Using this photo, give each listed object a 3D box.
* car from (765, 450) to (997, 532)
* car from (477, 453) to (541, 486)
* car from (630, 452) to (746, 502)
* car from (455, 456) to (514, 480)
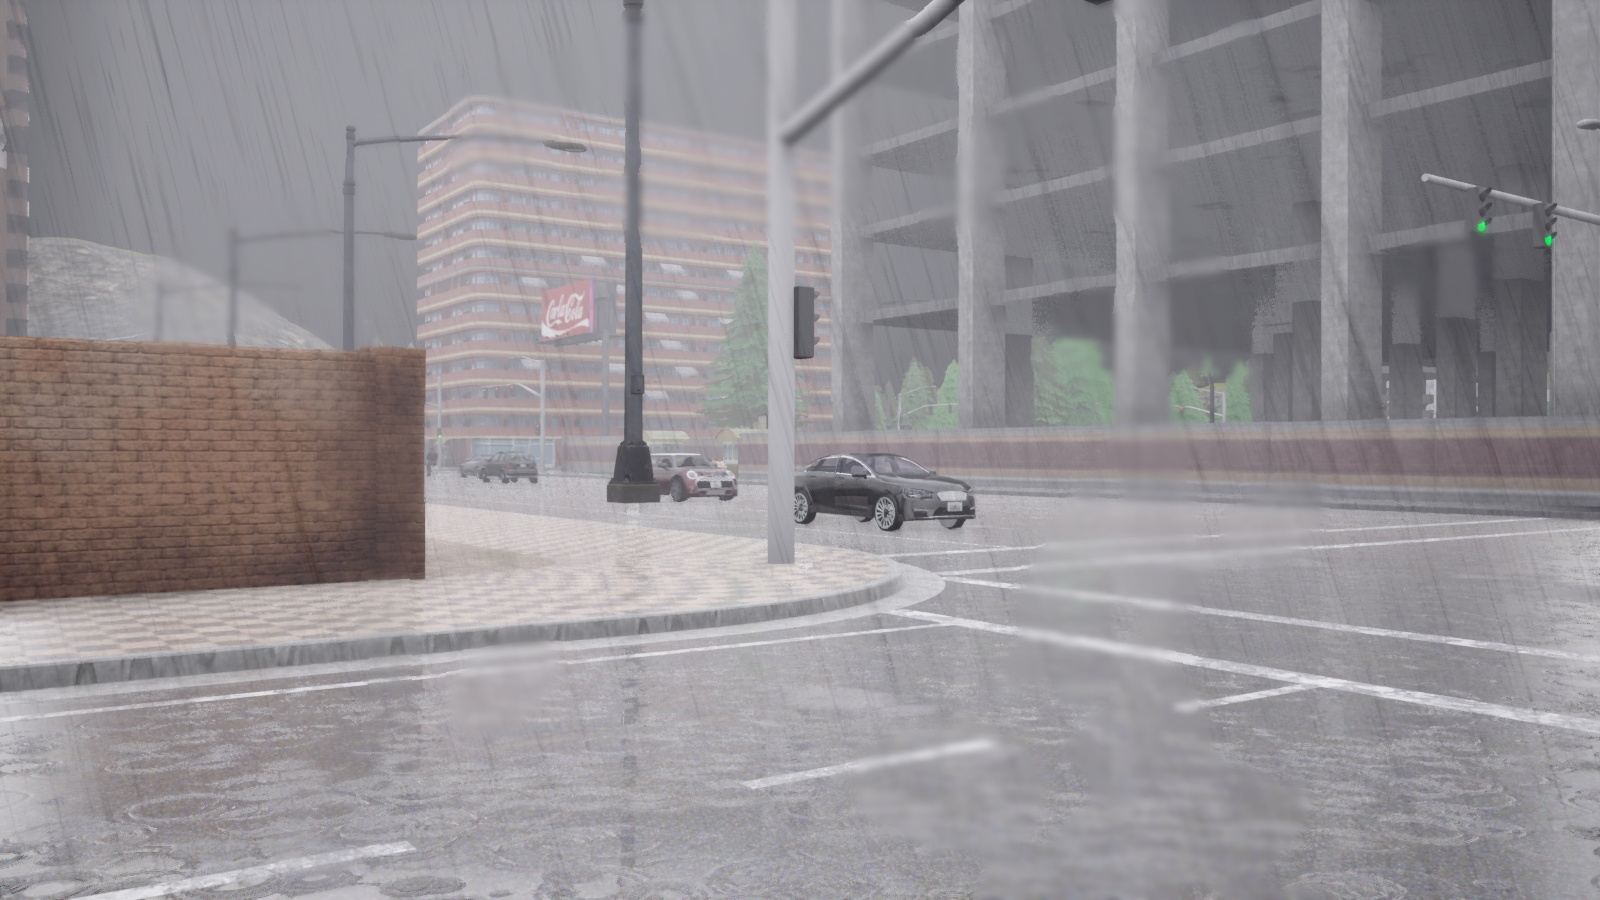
[{"bbox_3d":[1.523,0.760,25.587,2.128,1.511,4.902,0,0,-34],"label":"car"},{"bbox_3d":[-14.151,0.903,60.961,1.789,1.549,3.705,0,0,-34],"label":"car"},{"bbox_3d":[-3.544,0.814,39.209,1.970,1.475,3.806,0,0,-34],"label":"car"},{"bbox_3d":[-18.501,1.028,73.545,1.994,1.385,4.181,0,0,-34],"label":"car"}]
